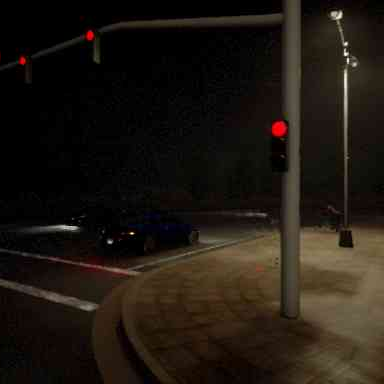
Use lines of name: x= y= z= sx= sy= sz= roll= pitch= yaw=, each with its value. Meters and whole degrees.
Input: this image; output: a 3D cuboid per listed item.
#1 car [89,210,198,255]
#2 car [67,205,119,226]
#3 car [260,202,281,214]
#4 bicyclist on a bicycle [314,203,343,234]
car: x=-1.560 y=1.553 z=13.446 sx=1.812 sy=1.442 sz=4.674 roll=0 pitch=-1 yaw=34
car: x=-6.807 y=1.638 z=23.950 sx=1.994 sy=1.385 sz=4.181 roll=0 pitch=0 yaw=37
car: x=9.967 y=1.801 z=38.547 sx=4.181 sy=1.385 sz=1.994 roll=0 pitch=0 yaw=-25
bicyclist on a bicycle: x=7.258 y=1.391 z=17.533 sx=1.656 sy=1.620 sz=0.582 roll=0 pitch=-1 yaw=40
